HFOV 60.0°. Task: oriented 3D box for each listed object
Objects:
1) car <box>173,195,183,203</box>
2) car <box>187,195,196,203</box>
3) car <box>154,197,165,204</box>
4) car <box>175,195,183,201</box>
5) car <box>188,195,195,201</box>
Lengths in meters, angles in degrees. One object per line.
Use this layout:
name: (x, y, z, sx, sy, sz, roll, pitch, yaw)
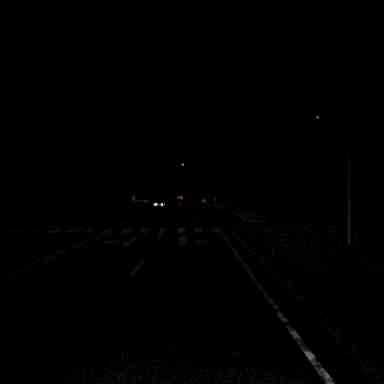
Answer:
car: (-3.343, 1.789, 77.170, 1.895, 1.301, 4.718, 0, 0, 0)
car: (-0.092, 1.692, 76.730, 1.837, 1.490, 4.892, 0, 0, 0)
car: (-6.576, 1.695, 67.775, 2.033, 1.411, 5.357, 0, 0, 0)
car: (-3.365, 1.593, 87.145, 1.882, 1.535, 5.008, 0, 0, 0)
car: (-0.115, 1.593, 87.151, 1.882, 1.535, 5.008, 0, 0, 0)
